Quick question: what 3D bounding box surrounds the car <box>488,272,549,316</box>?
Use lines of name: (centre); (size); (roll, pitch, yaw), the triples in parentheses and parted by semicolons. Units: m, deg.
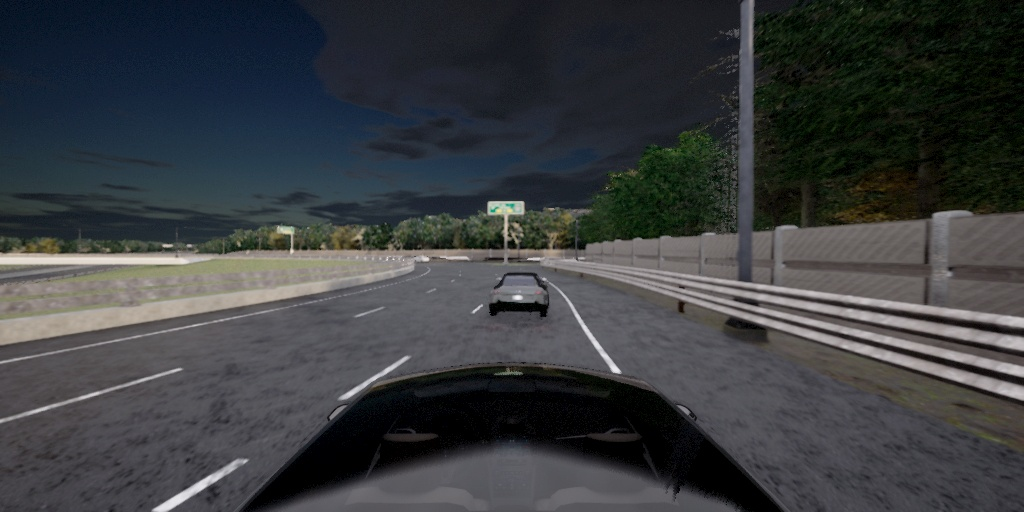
car: (0.329, 1.266, 13.206); (1.994, 1.385, 4.181); (0, 0, 4)
